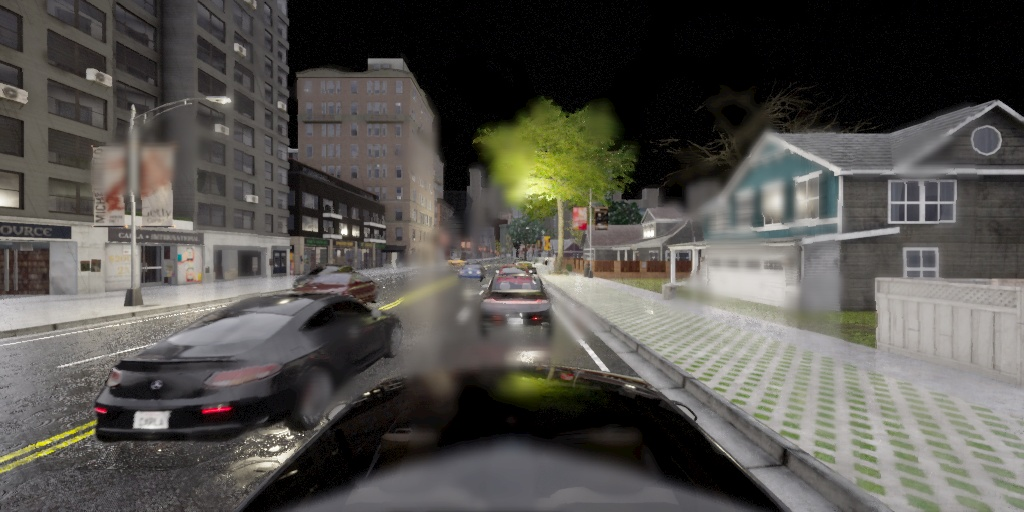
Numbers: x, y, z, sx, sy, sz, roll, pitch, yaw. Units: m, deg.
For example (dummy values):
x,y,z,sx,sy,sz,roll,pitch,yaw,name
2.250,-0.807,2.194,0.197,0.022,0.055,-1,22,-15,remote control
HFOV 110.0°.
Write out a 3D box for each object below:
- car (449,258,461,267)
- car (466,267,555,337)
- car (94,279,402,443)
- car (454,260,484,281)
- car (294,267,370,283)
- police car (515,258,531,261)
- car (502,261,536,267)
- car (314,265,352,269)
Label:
x,y,z,sx,sy,sz,roll,pitch,yaw,name
-9.747,1.164,63.141,1.882,1.535,5.008,0,0,1,car
0.112,1.239,10.324,2.128,1.511,4.902,0,0,0,car
-3.145,1.275,5.438,1.812,1.442,4.674,0,0,0,car
-3.122,1.278,29.327,2.033,1.411,5.357,0,0,0,car
-6.587,1.310,13.686,1.994,1.385,4.181,0,0,0,car
1.004,1.156,29.557,1.930,1.638,5.238,0,0,0,police car
0.119,1.219,19.828,1.882,1.535,5.008,0,0,0,car
-9.830,1.247,19.501,1.837,1.490,4.892,0,0,0,car
